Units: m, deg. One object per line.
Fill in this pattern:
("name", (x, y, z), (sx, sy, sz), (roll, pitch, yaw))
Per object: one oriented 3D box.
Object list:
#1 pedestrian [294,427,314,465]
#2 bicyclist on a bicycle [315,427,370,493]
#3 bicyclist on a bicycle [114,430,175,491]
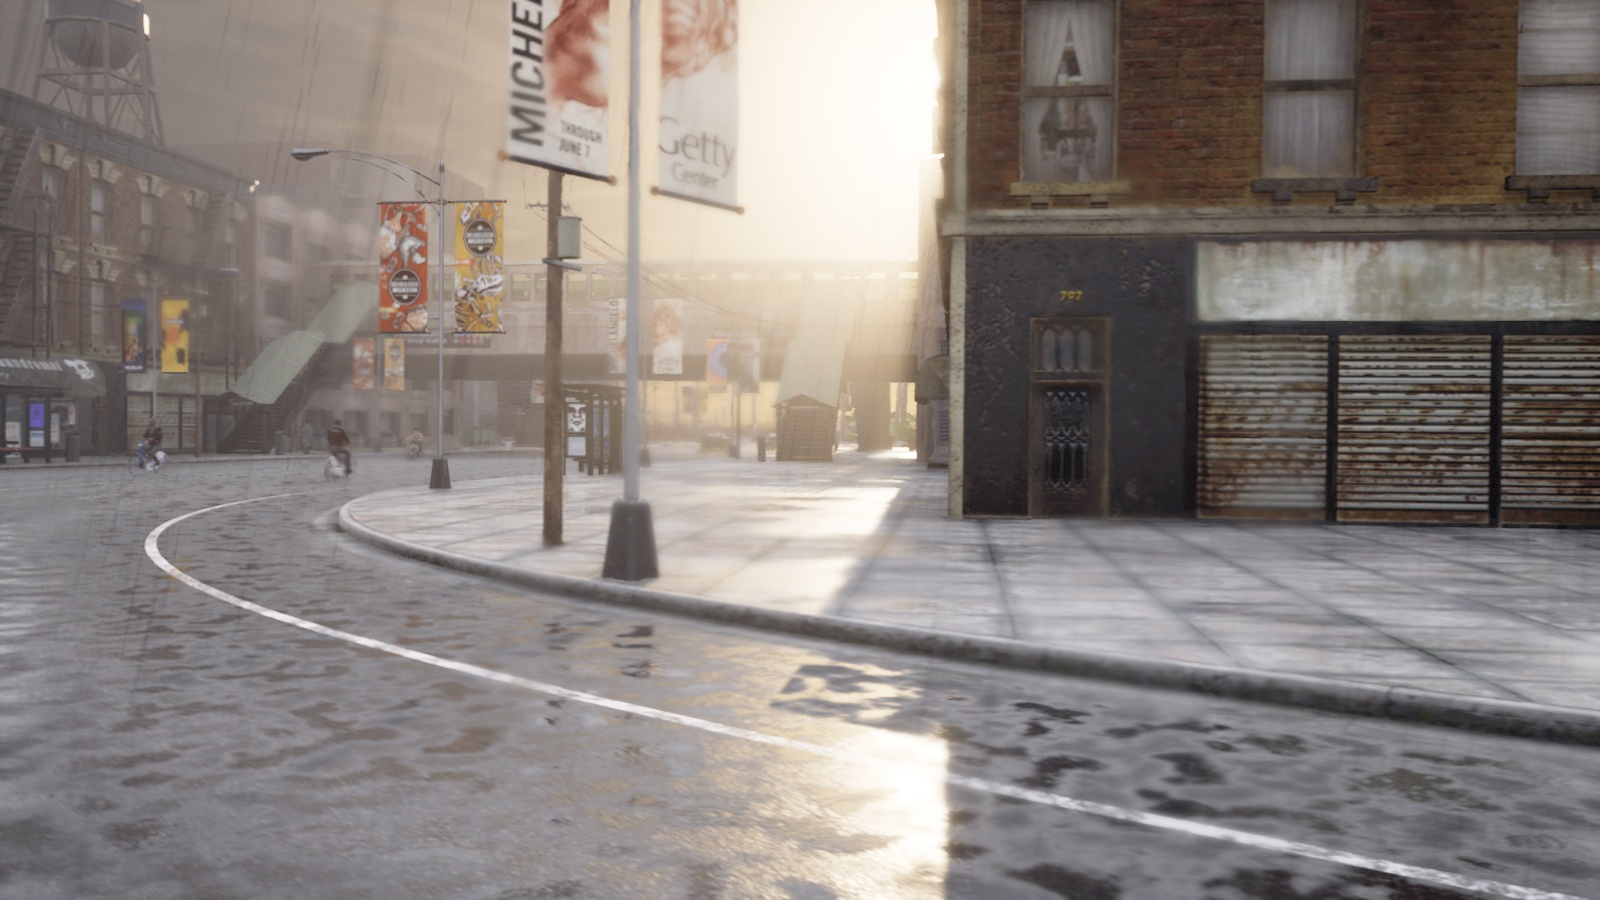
("pedestrian", (-25.714, -0.229, 65.068), (0.659, 1.952, 0.873), (0, 1, 0))
("bicyclist on a bicycle", (-12.701, 0.262, 34.911), (0.659, 1.776, 1.843), (0, 1, 6))
("bicyclist on a bicycle", (-19.496, 0.287, 37.408), (0.659, 1.776, 1.843), (0, 1, 7))
